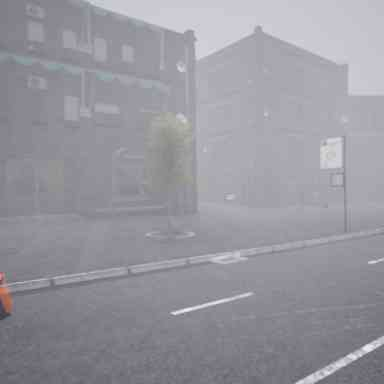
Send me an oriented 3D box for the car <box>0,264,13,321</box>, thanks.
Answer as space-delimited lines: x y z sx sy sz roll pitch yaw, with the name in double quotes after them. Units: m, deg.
-5.120 1.355 4.605 4.553 1.767 2.097 0 0 -36 "car"
